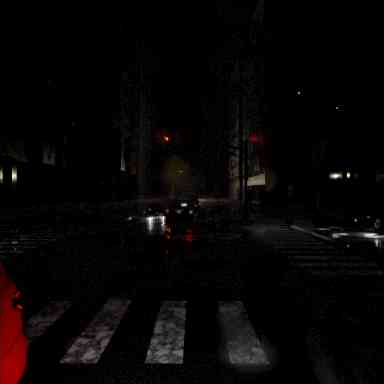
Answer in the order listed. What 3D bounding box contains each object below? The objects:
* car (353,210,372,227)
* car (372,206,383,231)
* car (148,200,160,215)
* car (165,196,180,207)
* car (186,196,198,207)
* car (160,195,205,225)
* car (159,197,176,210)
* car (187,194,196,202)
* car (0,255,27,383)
[{"bbox_3d":[12.599,1.496,20.600,4.902,1.511,2.128,0,0,0],"label":"car"},{"bbox_3d":[12.163,1.573,17.351,4.181,1.385,1.994,0,0,0],"label":"car"},{"bbox_3d":[-3.101,1.546,33.441,2.033,1.411,5.357,0,0,4],"label":"car"},{"bbox_3d":[-3.078,1.491,53.407,2.128,1.511,4.902,0,0,0],"label":"car"},{"bbox_3d":[0.021,1.477,53.248,1.882,1.535,5.008,0,0,0],"label":"car"},{"bbox_3d":[-0.396,1.351,23.970,2.097,1.767,4.553,0,0,13],"label":"car"},{"bbox_3d":[-3.116,1.477,43.245,1.882,1.535,5.008,0,0,0],"label":"car"},{"bbox_3d":[-0.124,1.357,73.735,2.097,1.767,4.553,0,0,0],"label":"car"},{"bbox_3d":[-2.668,1.221,0.842,2.150,2.045,5.566,0,0,2],"label":"car"}]
